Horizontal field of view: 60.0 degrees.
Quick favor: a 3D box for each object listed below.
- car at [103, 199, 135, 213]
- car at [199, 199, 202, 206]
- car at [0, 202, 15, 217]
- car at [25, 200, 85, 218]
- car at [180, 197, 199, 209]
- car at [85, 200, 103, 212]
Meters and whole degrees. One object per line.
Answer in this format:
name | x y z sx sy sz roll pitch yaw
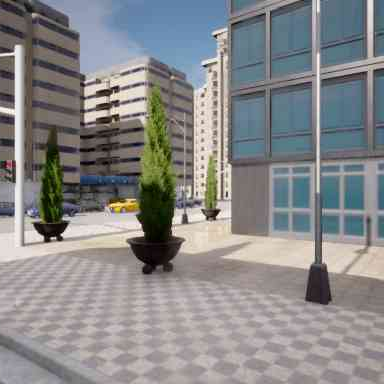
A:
car | -7.216 1.533 37.795 1.882 1.535 5.008 0 0 35
car | -0.087 1.581 53.851 1.812 1.442 4.674 0 0 36
car | -17.191 1.603 29.760 2.033 1.411 5.357 0 0 35
car | -12.535 1.581 30.244 1.812 1.442 4.674 0 0 35
car | -1.442 1.581 45.927 1.812 1.442 4.674 0 0 35
car | -11.859 1.619 37.292 1.994 1.385 4.181 0 0 35
